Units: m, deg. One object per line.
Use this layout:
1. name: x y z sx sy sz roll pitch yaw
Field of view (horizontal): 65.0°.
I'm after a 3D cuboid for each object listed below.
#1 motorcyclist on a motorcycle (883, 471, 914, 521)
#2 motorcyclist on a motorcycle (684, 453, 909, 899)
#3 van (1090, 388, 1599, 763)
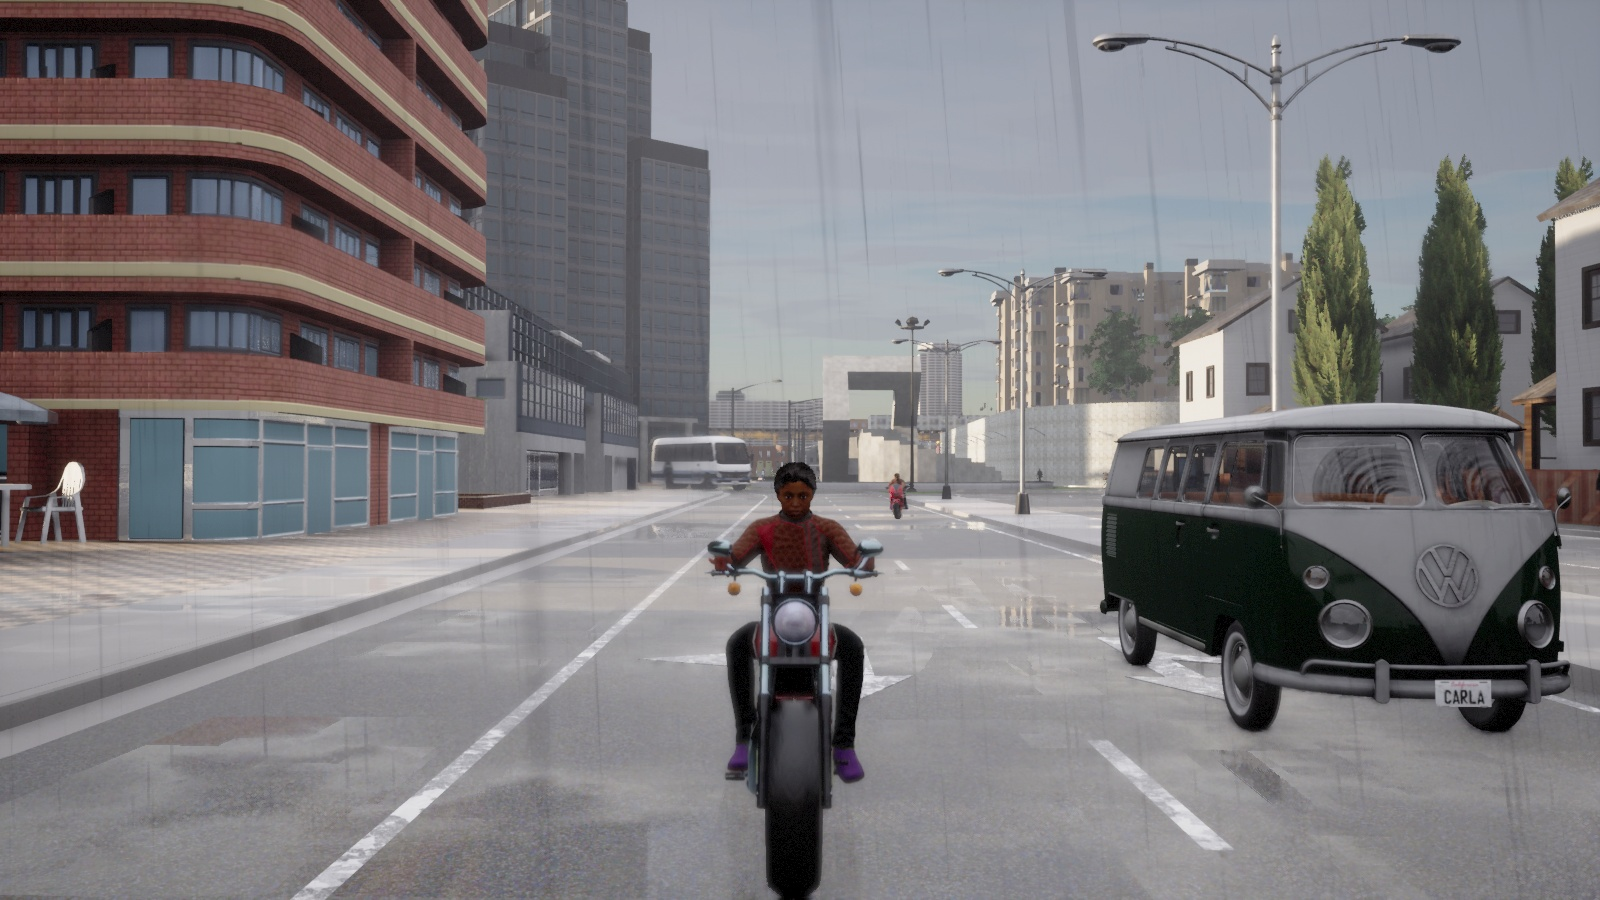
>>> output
1. motorcyclist on a motorcycle: 3.199 1.465 40.624 0.797 1.523 2.044 -3 -1 9
2. motorcyclist on a motorcycle: -0.016 0.857 5.491 0.766 1.649 2.350 0 -1 0
3. van: 3.474 0.701 8.916 1.775 1.987 4.442 0 -1 0
